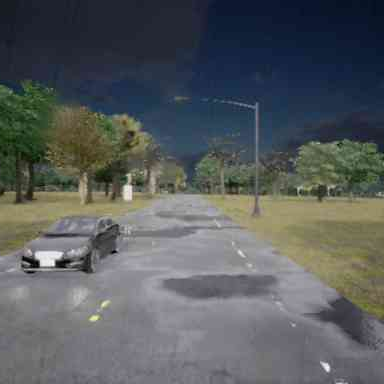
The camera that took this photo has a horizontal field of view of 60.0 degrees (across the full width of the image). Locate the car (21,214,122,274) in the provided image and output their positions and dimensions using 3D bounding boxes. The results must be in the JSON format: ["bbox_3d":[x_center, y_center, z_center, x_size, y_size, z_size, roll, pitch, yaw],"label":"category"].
[{"bbox_3d":[-3.565,1.499,10.676,2.128,1.511,4.902,0,0,0],"label":"car"}]
